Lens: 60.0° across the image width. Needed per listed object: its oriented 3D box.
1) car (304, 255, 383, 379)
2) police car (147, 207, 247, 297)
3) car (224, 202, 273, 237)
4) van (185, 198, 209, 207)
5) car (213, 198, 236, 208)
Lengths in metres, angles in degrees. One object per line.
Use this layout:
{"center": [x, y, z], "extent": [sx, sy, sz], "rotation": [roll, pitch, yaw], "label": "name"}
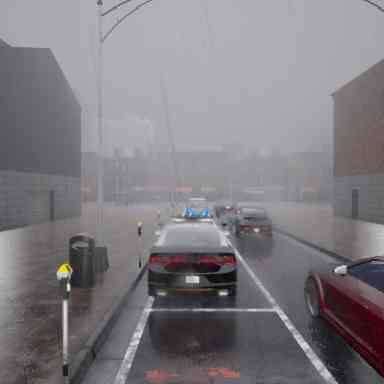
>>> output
{"center": [3.116, 1.563, 4.651], "extent": [1.994, 1.385, 4.181], "rotation": [0, 0, 0], "label": "car"}
{"center": [0.012, 1.424, 8.761], "extent": [1.930, 1.638, 5.238], "rotation": [0, 0, 0], "label": "police car"}
{"center": [3.020, 1.507, 17.967], "extent": [1.837, 1.490, 4.892], "rotation": [0, 0, 0], "label": "car"}
{"center": [0.374, 1.345, 25.499], "extent": [1.690, 1.788, 3.998], "rotation": [-1, 0, 0], "label": "van"}
{"center": [3.111, 1.359, 30.697], "extent": [2.097, 1.767, 4.553], "rotation": [0, 0, 0], "label": "car"}
